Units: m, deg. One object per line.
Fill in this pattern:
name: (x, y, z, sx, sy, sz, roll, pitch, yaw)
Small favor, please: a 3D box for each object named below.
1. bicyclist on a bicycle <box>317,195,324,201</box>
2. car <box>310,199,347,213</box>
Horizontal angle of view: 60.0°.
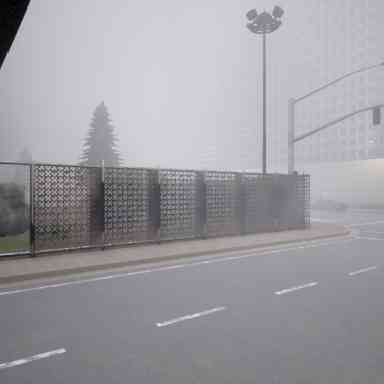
bicyclist on a bicycle: (16.614, 1.245, 42.838, 1.656, 1.620, 0.582, 0, 0, -35)
car: (14.951, 1.508, 36.993, 1.994, 1.385, 4.181, 0, 0, -36)
